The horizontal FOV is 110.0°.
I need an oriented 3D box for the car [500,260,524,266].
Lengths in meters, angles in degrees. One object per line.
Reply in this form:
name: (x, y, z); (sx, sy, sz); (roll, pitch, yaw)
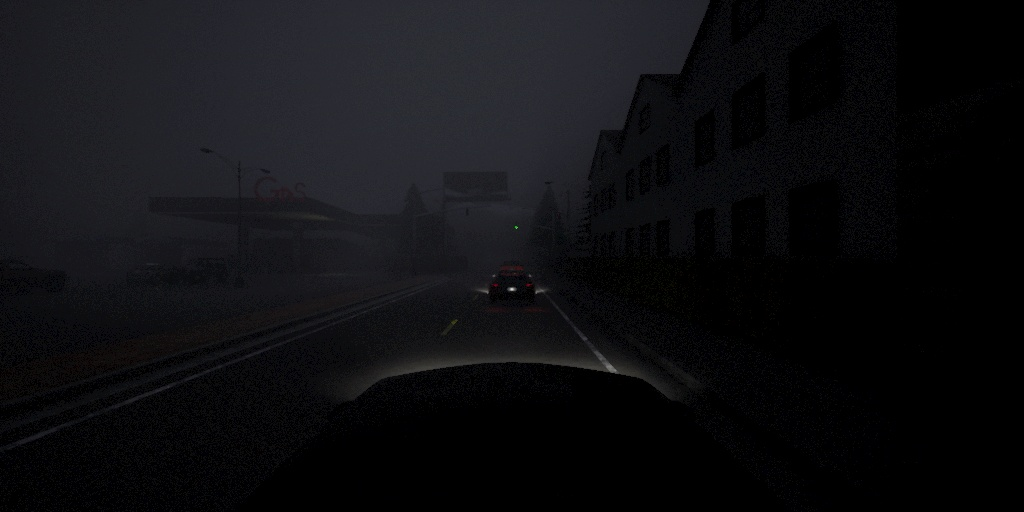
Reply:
car: (0.000, 1.115, 31.470); (2.097, 1.767, 4.553); (0, 0, 0)

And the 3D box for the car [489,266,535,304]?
car: (0.000, 1.321, 16.500); (1.994, 1.385, 4.181); (0, 0, 0)

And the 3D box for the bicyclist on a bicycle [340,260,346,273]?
bicyclist on a bicycle: (-21.760, 1.393, 46.289); (0.582, 1.620, 1.656); (0, 0, 0)
